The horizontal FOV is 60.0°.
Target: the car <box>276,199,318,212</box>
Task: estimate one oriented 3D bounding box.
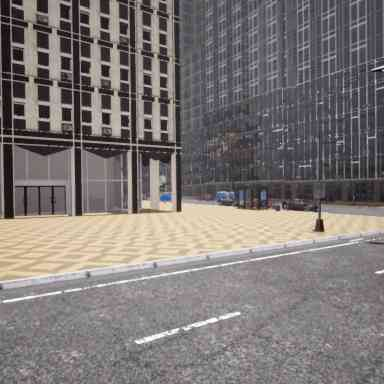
[{"bbox_3d":[11.659,1.422,35.771,1.947,1.339,4.313,-1,1,-34],"label":"car"}]

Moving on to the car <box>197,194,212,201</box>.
[{"bbox_3d":[2.678,1.042,64.042,1.802,1.307,4.206,-1,1,-34],"label":"car"}]

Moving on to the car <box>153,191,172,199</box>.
[{"bbox_3d":[-6.930,0.613,78.126,2.192,1.841,5.009,0,1,-34],"label":"car"}]

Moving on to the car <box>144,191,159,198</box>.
[{"bbox_3d":[-10.132,0.684,82.822,1.967,1.590,4.097,0,1,-34],"label":"car"}]

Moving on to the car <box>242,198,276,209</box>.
[{"bbox_3d":[8.470,1.387,40.479,1.802,1.307,4.206,-1,1,-34],"label":"car"}]

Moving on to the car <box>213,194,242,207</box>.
[{"bbox_3d":[5.316,1.318,45.207,1.947,1.339,4.313,-1,1,-34],"label":"car"}]

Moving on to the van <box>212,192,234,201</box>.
[{"bbox_3d":[5.879,0.854,59.343,1.690,1.788,3.998,-1,1,-34],"label":"van"}]

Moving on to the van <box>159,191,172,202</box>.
[{"bbox_3d":[-4.246,0.936,59.319,1.690,1.788,3.998,0,1,-34],"label":"van"}]

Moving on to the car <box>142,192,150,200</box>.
[{"bbox_3d":[-10.651,1.038,68.713,2.008,1.369,4.403,0,1,-34],"label":"car"}]
